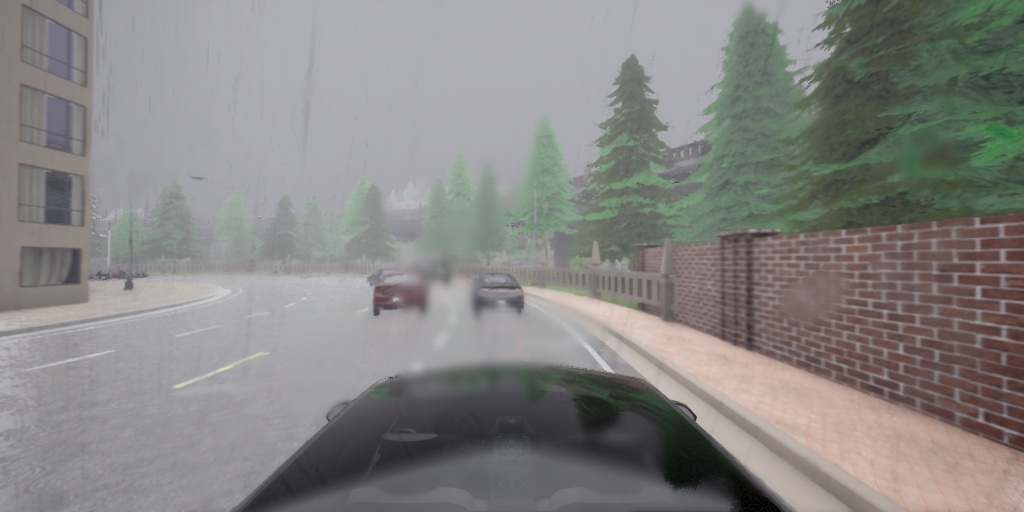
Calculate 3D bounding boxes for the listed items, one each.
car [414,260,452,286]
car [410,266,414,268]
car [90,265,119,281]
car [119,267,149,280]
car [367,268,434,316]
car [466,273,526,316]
[{"bbox_3d":[-6.834,1.356,29.248,2.150,2.045,5.566,1,-1,-36],"label":"car"},{"bbox_3d":[-9.303,1.645,26.711,2.033,1.411,5.357,1,-1,-34],"label":"car"},{"bbox_3d":[-41.353,1.555,34.369,4.553,1.767,2.097,0,-1,1],"label":"car"},{"bbox_3d":[-41.078,1.817,37.858,4.181,1.385,1.994,0,-1,1],"label":"car"},{"bbox_3d":[-4.316,1.407,14.558,1.882,1.535,5.008,0,-2,-11],"label":"car"},{"bbox_3d":[-0.729,1.417,14.313,2.128,1.511,4.902,0,-1,-10],"label":"car"}]
